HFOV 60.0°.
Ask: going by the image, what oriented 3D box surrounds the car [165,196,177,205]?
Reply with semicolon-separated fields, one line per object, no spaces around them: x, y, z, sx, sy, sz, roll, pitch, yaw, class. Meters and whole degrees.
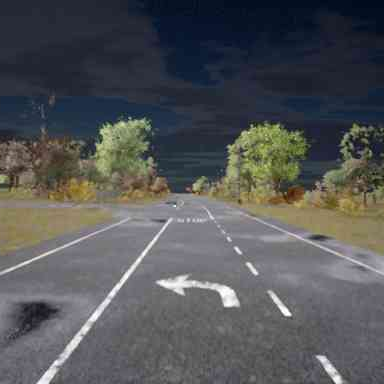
-3.517;1.472;56.328;1.837;1.490;4.892;0;0;0;car
